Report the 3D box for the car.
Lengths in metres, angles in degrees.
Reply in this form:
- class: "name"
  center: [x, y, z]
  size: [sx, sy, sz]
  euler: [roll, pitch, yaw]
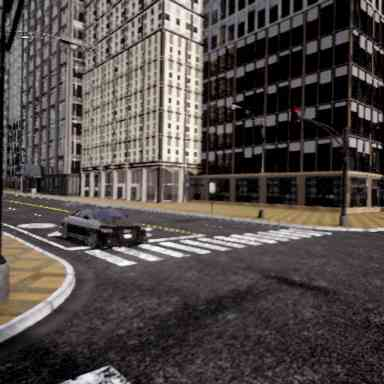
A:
- class: "car"
  center: [-3.553, 1.302, 13.134]
  size: [1.994, 1.385, 4.181]
  euler: [1, 1, -42]
